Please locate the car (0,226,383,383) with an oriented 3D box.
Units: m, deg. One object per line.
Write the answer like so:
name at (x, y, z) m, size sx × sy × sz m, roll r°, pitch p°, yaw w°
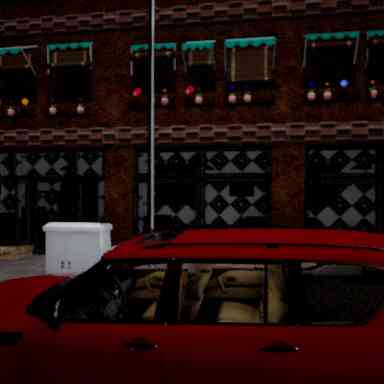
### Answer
car at (-0.137, 1.325, 3.414) m, size 5.009 × 1.841 × 2.192 m, roll 0°, pitch 1°, yaw 8°
